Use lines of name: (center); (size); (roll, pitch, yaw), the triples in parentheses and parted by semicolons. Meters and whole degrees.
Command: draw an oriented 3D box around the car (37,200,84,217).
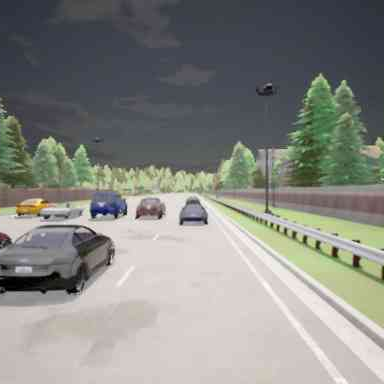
car: (-10.387, 1.496, 27.050); (1.895, 1.301, 4.718); (0, 0, 0)

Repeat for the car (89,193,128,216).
car: (-6.884, 1.113, 27.955); (2.150, 2.045, 5.566); (0, 0, 0)

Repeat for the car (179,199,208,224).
car: (0.114, 1.470, 23.986); (1.994, 1.385, 4.181); (0, 0, 0)

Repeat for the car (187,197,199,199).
car: (0.123, 1.342, 41.906); (1.837, 1.490, 4.892); (0, 0, 0)

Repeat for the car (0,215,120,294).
car: (-3.393, 1.530, 8.722); (1.994, 1.385, 4.181); (0, 0, 0)

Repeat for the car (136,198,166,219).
car: (-3.384, 1.243, 28.065); (2.097, 1.767, 4.553); (0, 0, 0)

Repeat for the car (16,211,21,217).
car: (-6.908, 1.490, 9.189); (1.812, 1.442, 4.674); (0, 0, 0)

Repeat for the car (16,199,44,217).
car: (-13.883, 1.361, 30.022); (1.882, 1.535, 5.008); (0, 0, 0)
